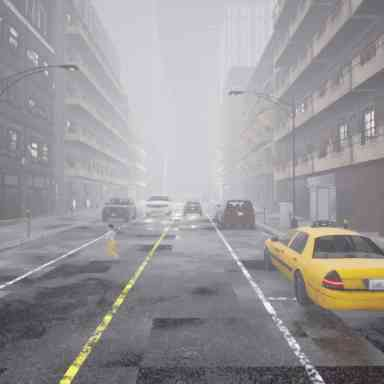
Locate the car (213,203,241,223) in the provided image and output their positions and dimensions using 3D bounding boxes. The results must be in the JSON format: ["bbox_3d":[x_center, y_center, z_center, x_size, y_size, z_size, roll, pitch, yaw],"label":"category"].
[{"bbox_3d":[2.708,1.590,26.566,1.802,1.307,4.206,1,0,0],"label":"car"}]

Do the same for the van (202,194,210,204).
[{"bbox_3d":[2.719,1.353,65.348,1.690,1.788,3.998,1,0,0],"label":"van"}]

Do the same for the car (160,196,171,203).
[{"bbox_3d":[-5.632,1.578,70.837,1.947,1.339,4.313,1,0,0],"label":"car"}]

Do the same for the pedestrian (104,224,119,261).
[{"bbox_3d":[-2.568,1.577,10.801,0.375,1.300,0.375,1,-1,-1],"label":"pedestrian"}]

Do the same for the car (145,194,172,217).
[{"bbox_3d":[-3.095,1.229,31.941,2.150,2.045,5.566,0,0,0],"label":"car"}]

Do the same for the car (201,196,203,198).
[{"bbox_3d":[0.059,1.557,43.911,2.033,1.411,5.357,0,0,1],"label":"car"}]

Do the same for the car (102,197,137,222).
[{"bbox_3d":[-5.668,1.323,26.515,2.192,1.841,5.009,1,0,0],"label":"car"}]

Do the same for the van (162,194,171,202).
[{"bbox_3d":[-5.797,1.353,76.378,1.690,1.788,3.998,1,0,0],"label":"van"}]

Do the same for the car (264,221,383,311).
[{"bbox_3d":[3.002,1.458,7.893,1.801,1.575,5.366,0,0,0],"label":"car"}]

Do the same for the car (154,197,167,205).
[{"bbox_3d":[-5.633,1.562,59.756,2.008,1.369,4.403,1,0,0],"label":"car"}]

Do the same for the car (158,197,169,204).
[{"bbox_3d":[-5.633,1.593,65.297,1.802,1.307,4.206,1,0,0],"label":"car"}]

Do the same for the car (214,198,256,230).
[{"bbox_3d":[2.712,1.321,21.026,2.192,1.841,5.009,1,0,0],"label":"car"}]

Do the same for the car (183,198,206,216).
[{"bbox_3d":[0.081,1.556,32.644,2.033,1.411,5.357,0,0,0],"label":"car"}]
